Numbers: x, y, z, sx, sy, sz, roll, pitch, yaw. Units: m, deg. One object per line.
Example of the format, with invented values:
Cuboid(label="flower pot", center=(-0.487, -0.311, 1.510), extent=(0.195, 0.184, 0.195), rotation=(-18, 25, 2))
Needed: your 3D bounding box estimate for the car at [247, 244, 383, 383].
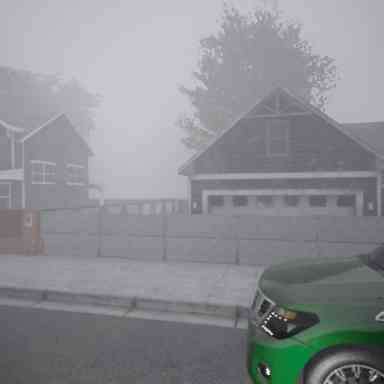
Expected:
Cuboid(label="car", center=(3.378, 1.197, 3.442), extent=(5.566, 2.045, 2.150), rotation=(-1, 0, 14))
